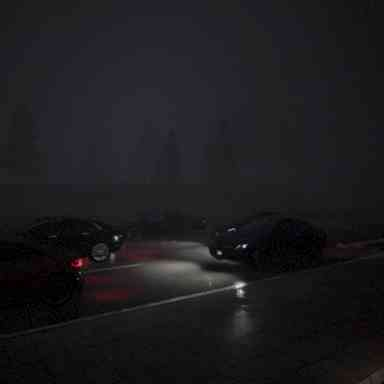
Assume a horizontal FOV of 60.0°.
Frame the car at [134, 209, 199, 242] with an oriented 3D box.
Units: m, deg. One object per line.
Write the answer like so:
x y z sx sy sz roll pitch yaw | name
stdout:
-1.808 1.586 16.748 5.357 1.411 2.033 0 0 -35 | car

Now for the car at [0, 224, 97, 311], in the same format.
-4.269 1.565 6.409 4.181 1.385 1.994 0 0 -35 | car

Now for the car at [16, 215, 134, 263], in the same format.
-4.560 1.516 10.512 4.892 1.490 1.837 0 0 -35 | car

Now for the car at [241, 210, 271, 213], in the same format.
3.023 1.580 15.859 4.674 1.442 1.812 0 0 -35 | car

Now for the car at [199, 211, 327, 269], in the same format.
2.738 1.567 11.388 4.674 1.442 1.812 0 0 -35 | car
